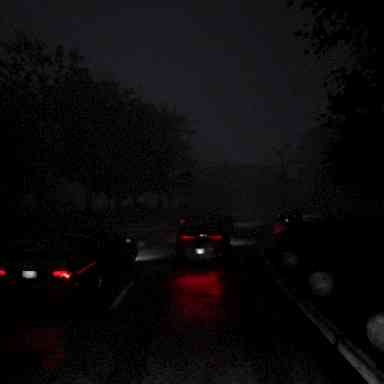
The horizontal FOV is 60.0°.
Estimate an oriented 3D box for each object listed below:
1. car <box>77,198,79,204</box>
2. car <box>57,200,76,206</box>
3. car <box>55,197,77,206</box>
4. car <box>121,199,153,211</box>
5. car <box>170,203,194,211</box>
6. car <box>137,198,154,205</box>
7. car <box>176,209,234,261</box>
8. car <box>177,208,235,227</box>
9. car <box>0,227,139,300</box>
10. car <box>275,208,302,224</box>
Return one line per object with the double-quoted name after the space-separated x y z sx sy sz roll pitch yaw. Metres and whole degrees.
-32.897 2.801 86.557 5.008 1.535 2.097 0 -1 -15 "car"
-33.589 2.863 89.224 4.674 1.452 2.002 0 -1 -15 "car"
-32.160 2.648 83.895 4.553 1.767 2.185 0 -1 -15 "car"
-9.627 2.435 55.422 4.902 1.511 2.128 0 -1 13 "car"
-1.717 2.526 55.786 4.181 1.385 1.994 0 -1 32 "car"
-12.260 2.916 87.211 4.792 1.488 2.163 0 -1 -15 "car"
0.569 1.642 12.897 1.837 1.490 4.892 -1 -1 7 "car"
1.090 1.916 22.446 1.895 1.301 4.718 -1 -1 31 "car"
-2.865 1.623 8.741 2.033 1.411 5.357 0 -1 4 "car"
8.568 2.060 29.294 1.895 1.301 4.718 0 -1 22 "car"
